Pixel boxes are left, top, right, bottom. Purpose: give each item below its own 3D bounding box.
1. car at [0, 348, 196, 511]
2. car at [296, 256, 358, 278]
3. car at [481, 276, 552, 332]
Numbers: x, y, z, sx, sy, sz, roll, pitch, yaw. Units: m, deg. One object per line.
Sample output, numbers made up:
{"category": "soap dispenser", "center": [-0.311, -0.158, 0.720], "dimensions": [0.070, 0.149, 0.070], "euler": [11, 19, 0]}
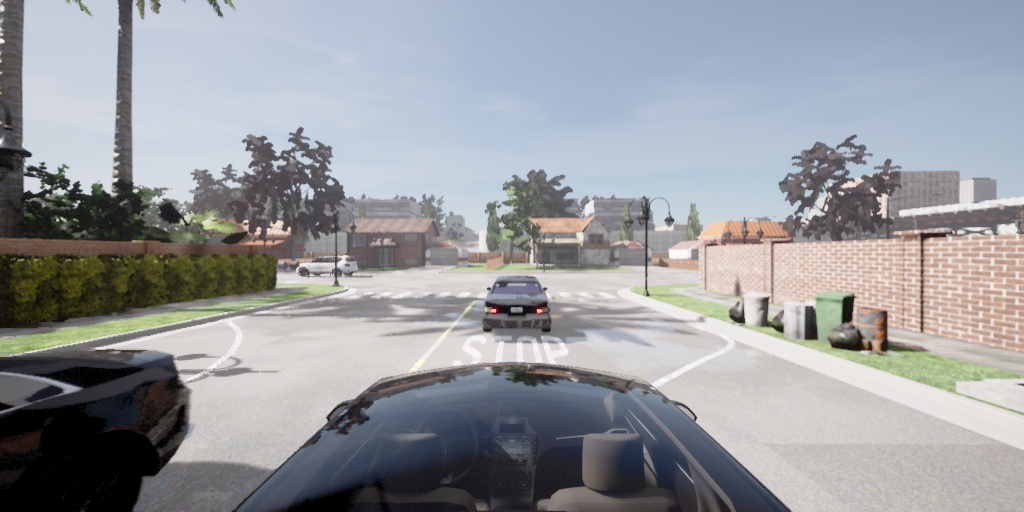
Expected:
{"category": "car", "center": [-3.752, 1.241, 1.011], "dimensions": [2.128, 1.511, 4.902], "euler": [0, 0, 4]}
{"category": "car", "center": [-17.941, 1.013, 34.935], "dimensions": [5.566, 2.045, 2.150], "euler": [0, 0, 5]}
{"category": "car", "center": [0.147, 1.301, 10.859], "dimensions": [2.033, 1.411, 5.357], "euler": [0, 0, 1]}
